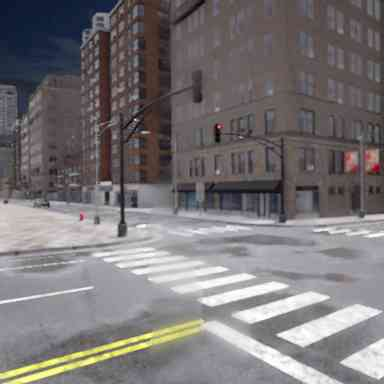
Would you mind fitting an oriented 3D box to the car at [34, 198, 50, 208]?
[{"bbox_3d":[-24.350,1.782,53.920,1.837,1.490,4.892,-1,0,-35],"label":"car"}]
